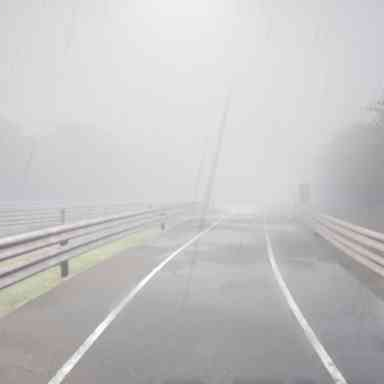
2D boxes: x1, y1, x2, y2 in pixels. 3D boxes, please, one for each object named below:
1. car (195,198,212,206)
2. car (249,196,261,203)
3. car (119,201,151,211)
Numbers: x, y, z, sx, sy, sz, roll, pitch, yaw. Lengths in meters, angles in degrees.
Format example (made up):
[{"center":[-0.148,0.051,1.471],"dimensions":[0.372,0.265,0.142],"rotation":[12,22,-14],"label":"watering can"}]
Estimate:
[{"center":[1.818,1.665,53.774],"dimensions":[1.812,1.442,4.674],"rotation":[-1,-1,27],"label":"car"},{"center":[15.075,1.760,79.684],"dimensions":[2.128,1.511,4.902],"rotation":[0,0,27],"label":"car"},{"center":[-6.358,1.706,37.739],"dimensions":[1.812,1.442,4.674],"rotation":[0,0,27],"label":"car"}]
